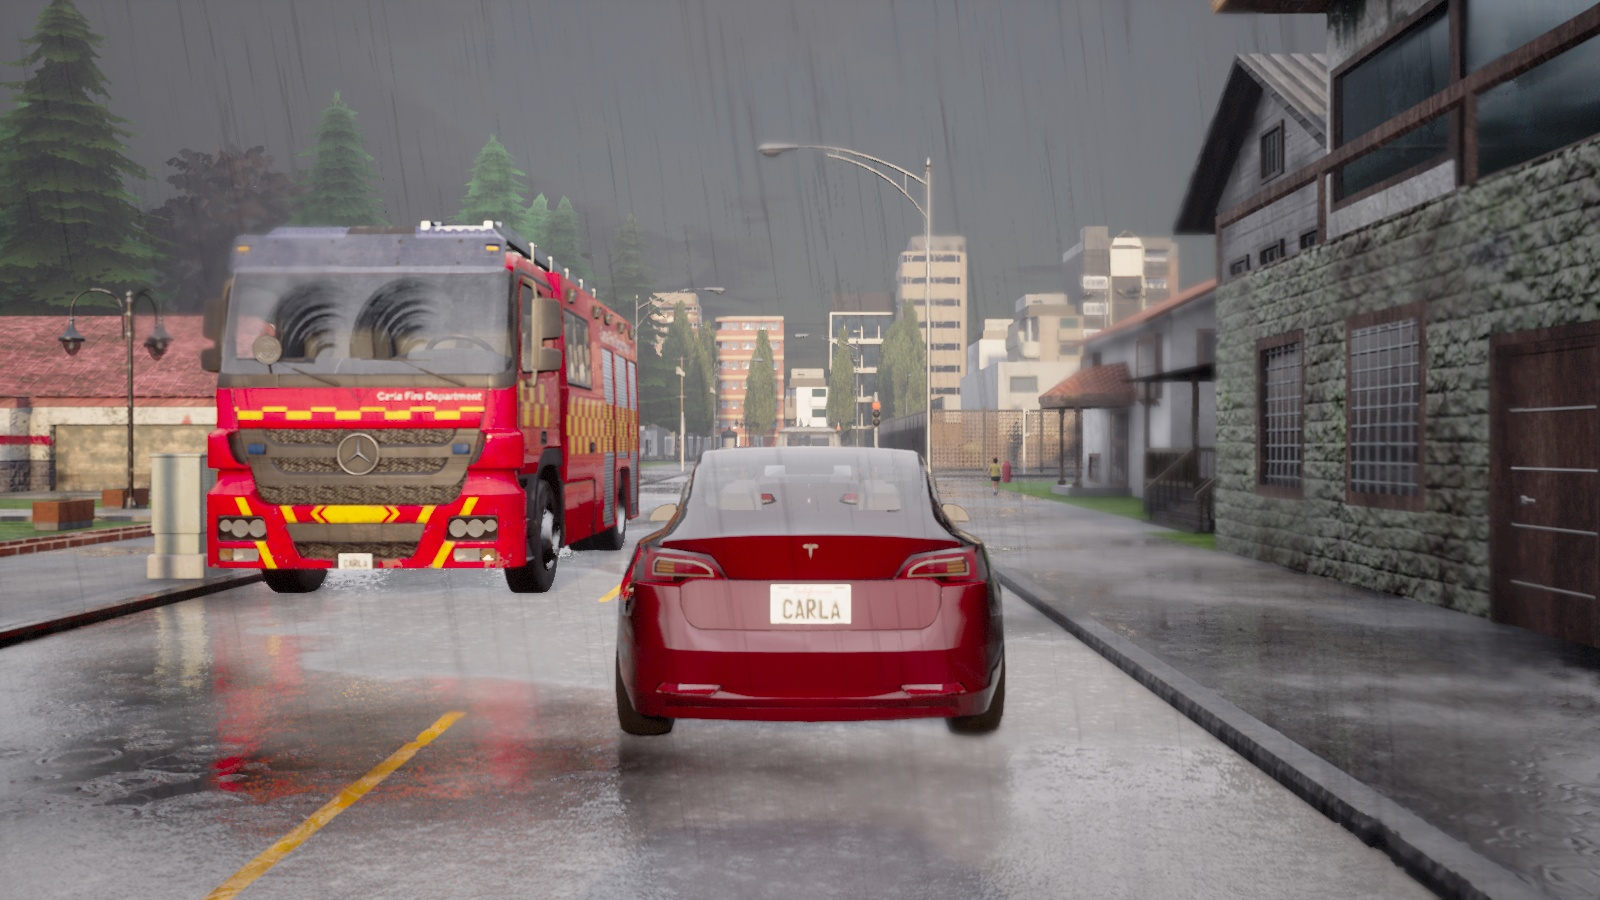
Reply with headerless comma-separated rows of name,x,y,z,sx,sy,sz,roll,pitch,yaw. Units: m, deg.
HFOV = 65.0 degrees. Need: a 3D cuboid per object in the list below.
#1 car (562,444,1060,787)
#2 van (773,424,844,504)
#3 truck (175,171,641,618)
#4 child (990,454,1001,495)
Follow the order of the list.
car,0.058,0.710,7.855,2.163,1.488,4.792,0,0,0
van,0.208,0.344,33.628,1.775,1.987,4.442,0,0,0
truck,-3.901,-0.490,15.017,2.891,3.827,8.468,0,0,0
child,5.422,0.680,34.818,0.255,1.110,0.394,0,0,1
